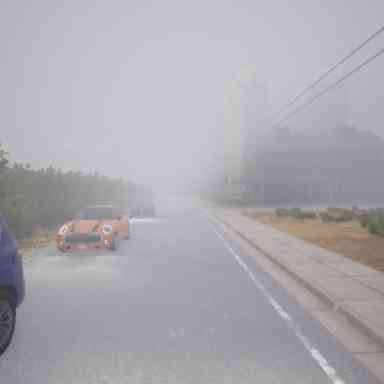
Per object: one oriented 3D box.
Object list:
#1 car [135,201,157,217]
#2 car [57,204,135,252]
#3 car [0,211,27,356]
[{"bbox_3d":[-4.264,1.555,29.930,1.994,1.385,4.181,-1,0,-2],"label":"car"},{"bbox_3d":[-3.920,1.354,13.947,2.097,1.767,4.553,-1,0,-1],"label":"car"},{"bbox_3d":[-3.638,1.255,3.008,2.150,2.045,5.566,-1,0,-2],"label":"car"}]
